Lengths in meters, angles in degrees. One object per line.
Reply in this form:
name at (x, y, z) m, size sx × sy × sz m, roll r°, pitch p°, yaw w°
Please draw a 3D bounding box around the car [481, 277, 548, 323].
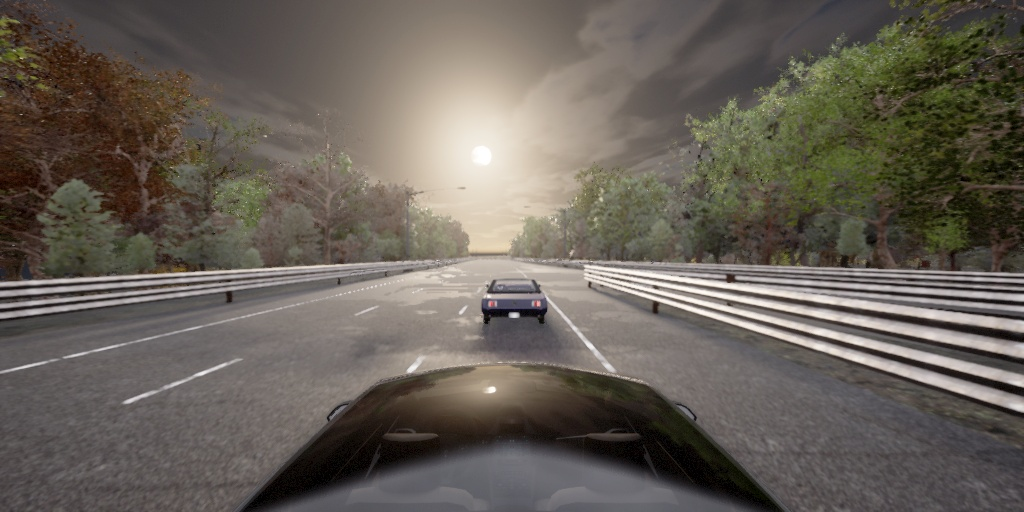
car at (0.053, 1.345, 12.098) m, size 1.895 × 1.301 × 4.718 m, roll 0°, pitch 0°, yaw 0°
